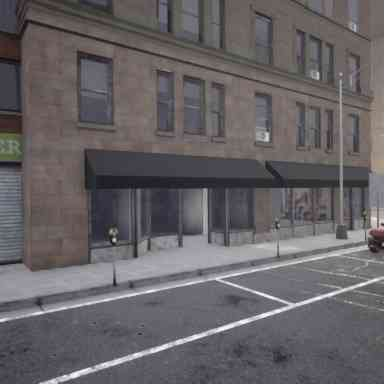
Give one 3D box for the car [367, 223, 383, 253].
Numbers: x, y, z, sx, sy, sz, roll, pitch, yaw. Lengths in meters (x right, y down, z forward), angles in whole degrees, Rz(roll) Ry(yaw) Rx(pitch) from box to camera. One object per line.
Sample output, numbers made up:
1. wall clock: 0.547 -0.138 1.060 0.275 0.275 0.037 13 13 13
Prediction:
1. car: 8.377 1.541 12.566 4.507 1.381 1.887 0 -1 -36
